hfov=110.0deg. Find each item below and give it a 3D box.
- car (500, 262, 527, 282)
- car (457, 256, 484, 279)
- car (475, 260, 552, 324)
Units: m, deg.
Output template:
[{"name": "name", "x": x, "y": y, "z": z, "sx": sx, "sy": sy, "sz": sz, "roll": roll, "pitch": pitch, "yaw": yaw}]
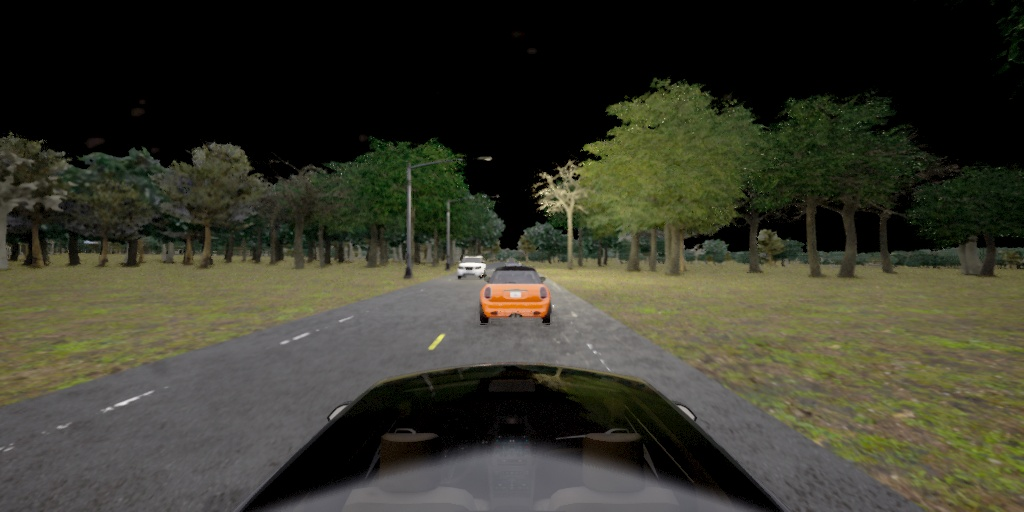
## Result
[{"name": "car", "x": 0.095, "y": 1.267, "z": 30.308, "sx": 2.128, "sy": 1.511, "sz": 4.902, "roll": 0, "pitch": 0, "yaw": 0}, {"name": "car", "x": -3.571, "y": 1.003, "z": 32.614, "sx": 2.150, "sy": 2.045, "sz": 5.566, "roll": 0, "pitch": 0, "yaw": 0}, {"name": "car", "x": 0.099, "y": 1.108, "z": 12.194, "sx": 2.097, "sy": 1.767, "sz": 4.553, "roll": 0, "pitch": 0, "yaw": 0}]
